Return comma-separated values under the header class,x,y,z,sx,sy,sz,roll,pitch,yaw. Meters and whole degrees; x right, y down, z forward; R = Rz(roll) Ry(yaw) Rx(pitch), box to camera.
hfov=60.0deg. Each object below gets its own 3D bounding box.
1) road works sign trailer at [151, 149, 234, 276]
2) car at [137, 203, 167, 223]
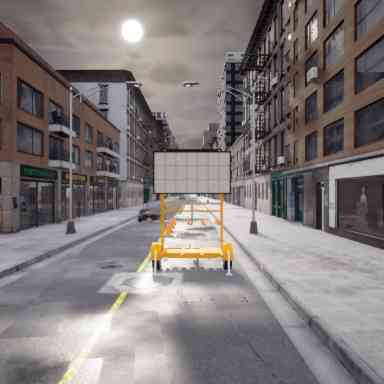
class,x,y,z,sx,sy,sz,roll,pitch,yaw
road works sign trailer,0.004,0.466,10.381,2.380,3.560,2.880,0,0,0
car,-2.990,1.562,25.914,2.033,1.411,5.357,0,0,0
